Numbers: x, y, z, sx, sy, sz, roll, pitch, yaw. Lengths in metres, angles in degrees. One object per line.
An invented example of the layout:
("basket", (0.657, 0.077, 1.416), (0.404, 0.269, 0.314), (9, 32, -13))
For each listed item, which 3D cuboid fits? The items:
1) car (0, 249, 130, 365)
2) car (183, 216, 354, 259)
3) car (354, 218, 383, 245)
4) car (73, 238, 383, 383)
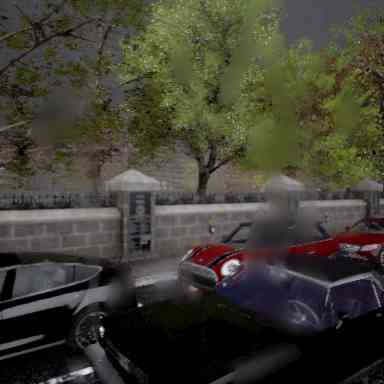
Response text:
("car", (-2.848, 1.565, 4.526), (4.313, 1.339, 1.947), (0, 1, -36))
("car", (1.660, 1.410, 7.741), (4.097, 1.590, 1.967), (0, 1, -36))
("car", (6.169, 1.523, 10.959), (4.206, 1.307, 1.802), (0, 0, -36))
("car", (1.195, 1.583, 4.233), (4.718, 1.301, 1.895), (0, 0, -36))
